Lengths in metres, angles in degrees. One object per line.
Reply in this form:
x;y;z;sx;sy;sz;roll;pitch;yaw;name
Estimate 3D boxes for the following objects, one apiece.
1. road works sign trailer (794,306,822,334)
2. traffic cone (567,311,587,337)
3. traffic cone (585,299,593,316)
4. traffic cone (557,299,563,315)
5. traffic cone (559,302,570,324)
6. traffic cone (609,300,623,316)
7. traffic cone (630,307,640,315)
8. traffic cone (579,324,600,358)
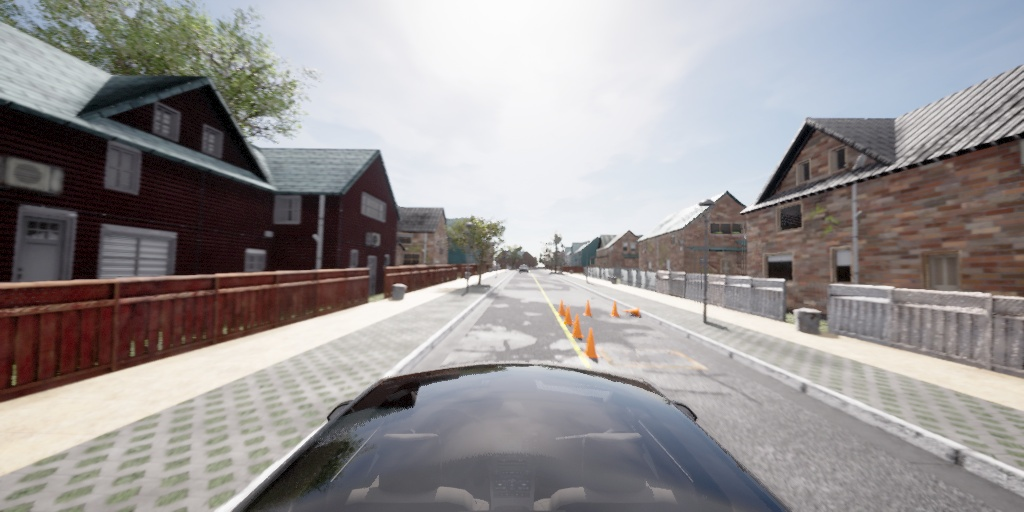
2.584;0.262;0.601;2.380;3.560;2.880;0;0;3;road works sign trailer
1.739;1.854;9.633;0.340;0.580;0.340;0;0;2;traffic cone
2.878;1.938;13.594;0.340;0.580;0.340;0;0;2;traffic cone
1.880;1.915;13.630;0.340;0.580;0.340;0;0;2;traffic cone
1.809;1.884;11.631;0.340;0.580;0.340;0;0;2;traffic cone
3.876;1.962;13.559;0.340;0.580;0.340;0;0;2;traffic cone
4.760;1.811;13.539;0.340;0.580;0.340;0;0;2;traffic cone
1.668;1.824;7.634;0.340;0.580;0.340;0;0;2;traffic cone
